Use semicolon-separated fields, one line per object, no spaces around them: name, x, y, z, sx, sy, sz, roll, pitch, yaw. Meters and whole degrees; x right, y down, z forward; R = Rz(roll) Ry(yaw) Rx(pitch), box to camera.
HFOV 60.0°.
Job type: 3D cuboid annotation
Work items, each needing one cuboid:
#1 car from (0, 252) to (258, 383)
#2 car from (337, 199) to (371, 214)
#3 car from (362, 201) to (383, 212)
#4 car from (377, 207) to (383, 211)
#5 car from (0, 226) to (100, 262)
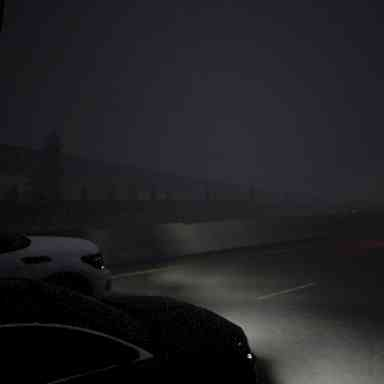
car;-1.591;1.503;2.612;4.892;1.490;1.837;1;0;-36
car;19.585;1.870;39.447;5.566;2.045;2.150;5;-3;-35
car;20.855;2.091;36.055;4.892;1.490;1.837;5;-3;-35
car;11.082;1.535;15.951;4.674;1.442;1.812;0;0;-35
car;-4.104;1.218;5.116;5.566;2.045;2.150;1;0;-36
